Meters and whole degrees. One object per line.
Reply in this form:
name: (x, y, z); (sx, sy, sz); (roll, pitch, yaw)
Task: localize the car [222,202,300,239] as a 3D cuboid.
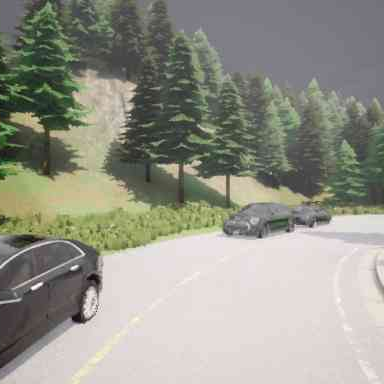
car: (3.567, 1.351, 17.489); (2.097, 1.767, 4.553); (0, 0, 41)

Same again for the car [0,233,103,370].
car: (-2.903, 1.446, 4.608); (1.837, 1.490, 4.892); (1, 1, 10)

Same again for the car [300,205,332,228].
car: (7.706, 1.593, 22.204); (1.994, 1.385, 4.181); (0, 0, 43)
